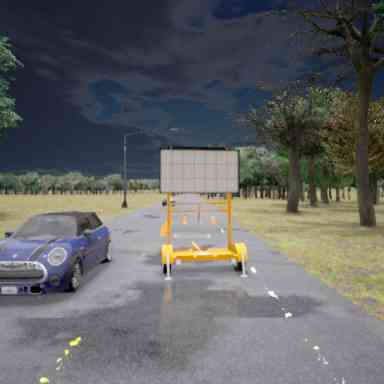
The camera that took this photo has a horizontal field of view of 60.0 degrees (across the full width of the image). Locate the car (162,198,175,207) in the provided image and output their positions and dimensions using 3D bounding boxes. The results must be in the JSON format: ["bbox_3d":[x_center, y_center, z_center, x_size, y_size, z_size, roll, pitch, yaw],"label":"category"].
[{"bbox_3d":[-3.570,1.593,50.750,1.895,1.301,4.718,0,0,0],"label":"car"}]

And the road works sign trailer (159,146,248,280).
[{"bbox_3d":[0.200,0.452,10.004,2.380,3.560,2.880,0,0,-8],"label":"road works sign trailer"}]

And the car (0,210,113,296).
[{"bbox_3d":[-3.595,1.340,8.802,2.097,1.767,4.553,0,0,0],"label":"car"}]
